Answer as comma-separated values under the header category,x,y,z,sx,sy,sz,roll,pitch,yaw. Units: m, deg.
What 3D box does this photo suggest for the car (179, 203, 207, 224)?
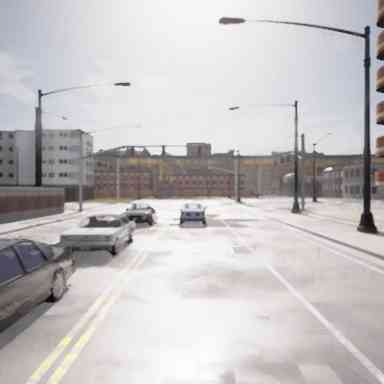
category,x,y,z,sx,sy,sz,roll,pitch,yaw
car,0.073,1.468,23.626,2.033,1.411,5.357,0,0,0

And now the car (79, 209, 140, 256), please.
category,x,y,z,sx,sy,sz,roll,pitch,yaw
car,-3.501,1.557,13.142,1.895,1.301,4.718,0,0,0

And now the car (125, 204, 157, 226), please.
category,x,y,z,sx,sy,sz,roll,pitch,yaw
car,-3.520,1.488,22.757,1.994,1.385,4.181,0,0,0

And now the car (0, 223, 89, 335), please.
category,x,y,z,sx,sy,sz,roll,pitch,yaw
car,-3.598,1.529,5.457,2.033,1.411,5.357,0,0,0
